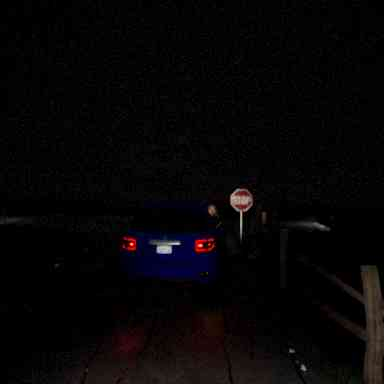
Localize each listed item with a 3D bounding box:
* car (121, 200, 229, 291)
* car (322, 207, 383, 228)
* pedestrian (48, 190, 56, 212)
[{"bbox_3d":[-0.204,1.213,9.234,2.150,2.045,5.566,0,0,7],"label":"car"},{"bbox_3d":[12.815,1.891,25.240,5.357,1.411,2.033,2,3,0],"label":"car"},{"bbox_3d":[-12.004,0.758,28.392,0.375,1.860,0.375,0,1,0],"label":"pedestrian"}]
